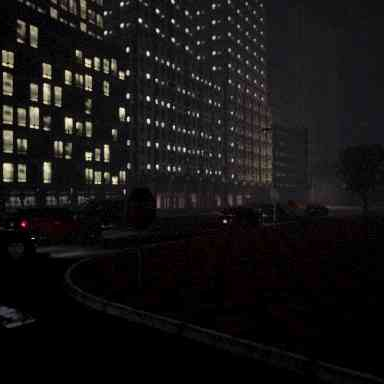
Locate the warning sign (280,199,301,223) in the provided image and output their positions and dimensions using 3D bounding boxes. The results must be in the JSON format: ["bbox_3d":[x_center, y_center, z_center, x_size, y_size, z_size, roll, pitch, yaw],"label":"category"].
[{"bbox_3d":[7.896,1.494,26.581,1.300,1.860,1.060,0,0,36],"label":"warning sign"}]

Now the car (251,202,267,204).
[{"bbox_3d":[9.503,2.235,44.793,1.837,1.490,4.892,-1,-2,36],"label":"car"}]

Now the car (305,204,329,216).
[{"bbox_3d":[15.920,2.252,42.284,1.994,1.385,4.181,-1,-1,36],"label":"car"}]

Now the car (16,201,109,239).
[{"bbox_3d":[-6.783,1.518,16.640,2.097,1.767,4.553,-1,-2,36],"label":"car"}]

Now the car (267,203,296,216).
[{"bbox_3d":[11.608,2.180,41.888,1.837,1.490,4.892,-1,-1,36],"label":"car"}]

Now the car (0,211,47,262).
[{"bbox_3d":[-7.372,1.524,10.284,1.837,1.490,4.892,0,-1,36],"label":"car"}]

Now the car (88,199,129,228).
[{"bbox_3d":[-6.429,1.512,22.986,2.150,2.045,5.566,-1,-1,36],"label":"car"}]

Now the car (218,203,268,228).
[{"bbox_3d":[3.785,1.860,25.626,1.837,1.490,4.892,-1,-1,36],"label":"car"}]

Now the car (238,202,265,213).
[{"bbox_3d":[8.961,2.295,49.519,1.882,1.535,5.008,-1,-2,37],"label":"car"}]
